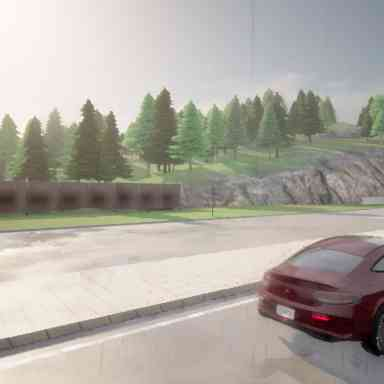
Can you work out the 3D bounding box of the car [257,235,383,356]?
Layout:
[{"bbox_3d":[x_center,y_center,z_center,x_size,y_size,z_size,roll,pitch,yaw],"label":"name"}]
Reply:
[{"bbox_3d":[3.188,1.526,6.021,4.674,1.442,1.812,0,0,-35],"label":"car"}]
